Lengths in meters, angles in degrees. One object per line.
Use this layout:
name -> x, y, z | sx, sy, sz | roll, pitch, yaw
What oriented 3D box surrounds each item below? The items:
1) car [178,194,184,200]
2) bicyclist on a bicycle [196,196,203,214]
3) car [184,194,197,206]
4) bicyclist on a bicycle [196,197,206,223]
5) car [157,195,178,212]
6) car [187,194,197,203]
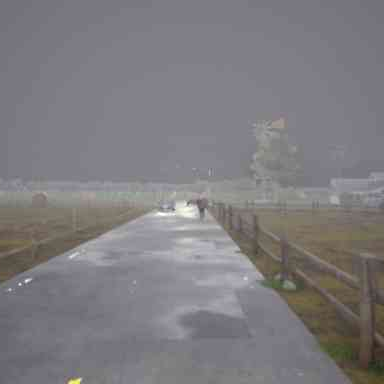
car -> -2.766, 1.253, 78.999 | 2.097, 1.767, 4.553 | 0, -1, 0
bicyclist on a bicycle -> 0.750, 1.348, 34.434 | 0.659, 1.776, 1.843 | 0, 0, 0
car -> 0.050, 1.577, 56.546 | 1.837, 1.490, 4.892 | 0, 0, 0
bicyclist on a bicycle -> 0.752, 1.411, 24.477 | 0.582, 1.620, 1.656 | 0, 0, 0
car -> -2.847, 1.481, 38.203 | 2.128, 1.511, 4.902 | 0, 0, 0
car -> -0.015, 1.461, 75.068 | 2.150, 2.045, 5.566 | 0, -1, 0
